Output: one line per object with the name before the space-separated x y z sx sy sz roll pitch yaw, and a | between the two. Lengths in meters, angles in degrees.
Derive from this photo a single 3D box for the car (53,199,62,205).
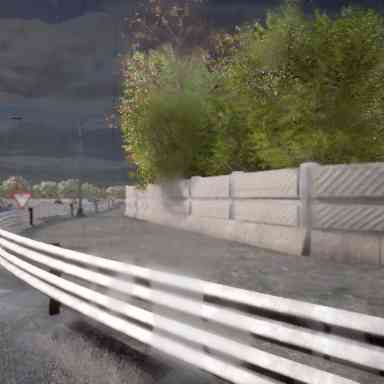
car | -33.001 2.388 81.625 1.837 1.490 4.892 0 -1 -24

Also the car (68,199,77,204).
car | -29.736 2.404 82.887 1.812 1.442 4.674 0 -1 -24

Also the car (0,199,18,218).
car | -17.388 1.644 29.263 2.150 2.045 5.566 -1 0 -7

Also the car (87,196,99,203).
car | -24.807 2.077 83.250 2.150 2.045 5.566 0 -1 -8
